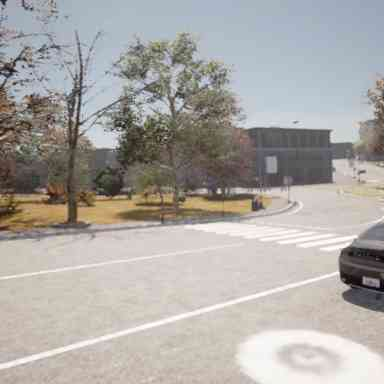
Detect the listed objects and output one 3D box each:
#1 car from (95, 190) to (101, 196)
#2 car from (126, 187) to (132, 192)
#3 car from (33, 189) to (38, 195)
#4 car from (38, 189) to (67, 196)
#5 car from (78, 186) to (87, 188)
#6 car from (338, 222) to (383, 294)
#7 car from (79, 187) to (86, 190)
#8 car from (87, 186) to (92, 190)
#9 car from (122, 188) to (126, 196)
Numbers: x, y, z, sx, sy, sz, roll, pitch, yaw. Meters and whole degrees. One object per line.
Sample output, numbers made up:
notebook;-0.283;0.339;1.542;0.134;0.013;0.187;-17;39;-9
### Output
car;-16.274;-0.206;65.906;2.435;2.045;5.566;-2;2;17
car;-9.105;-0.337;60.605;2.435;2.045;5.566;-2;2;16
car;-35.075;-0.023;80.442;2.097;1.535;5.008;0;3;19
car;-32.812;0.012;78.411;1.946;1.575;5.366;0;3;18
car;-23.392;-0.164;71.237;2.435;2.045;5.566;-1;3;17
car;5.293;1.398;7.591;4.892;1.490;1.837;-1;0;-36
car;-21.020;0.114;69.442;2.163;1.488;4.792;-1;3;17
car;-18.641;-0.057;67.698;2.185;1.767;4.553;-1;2;17
car;-11.507;-0.157;62.307;2.185;1.767;4.553;-2;2;16
